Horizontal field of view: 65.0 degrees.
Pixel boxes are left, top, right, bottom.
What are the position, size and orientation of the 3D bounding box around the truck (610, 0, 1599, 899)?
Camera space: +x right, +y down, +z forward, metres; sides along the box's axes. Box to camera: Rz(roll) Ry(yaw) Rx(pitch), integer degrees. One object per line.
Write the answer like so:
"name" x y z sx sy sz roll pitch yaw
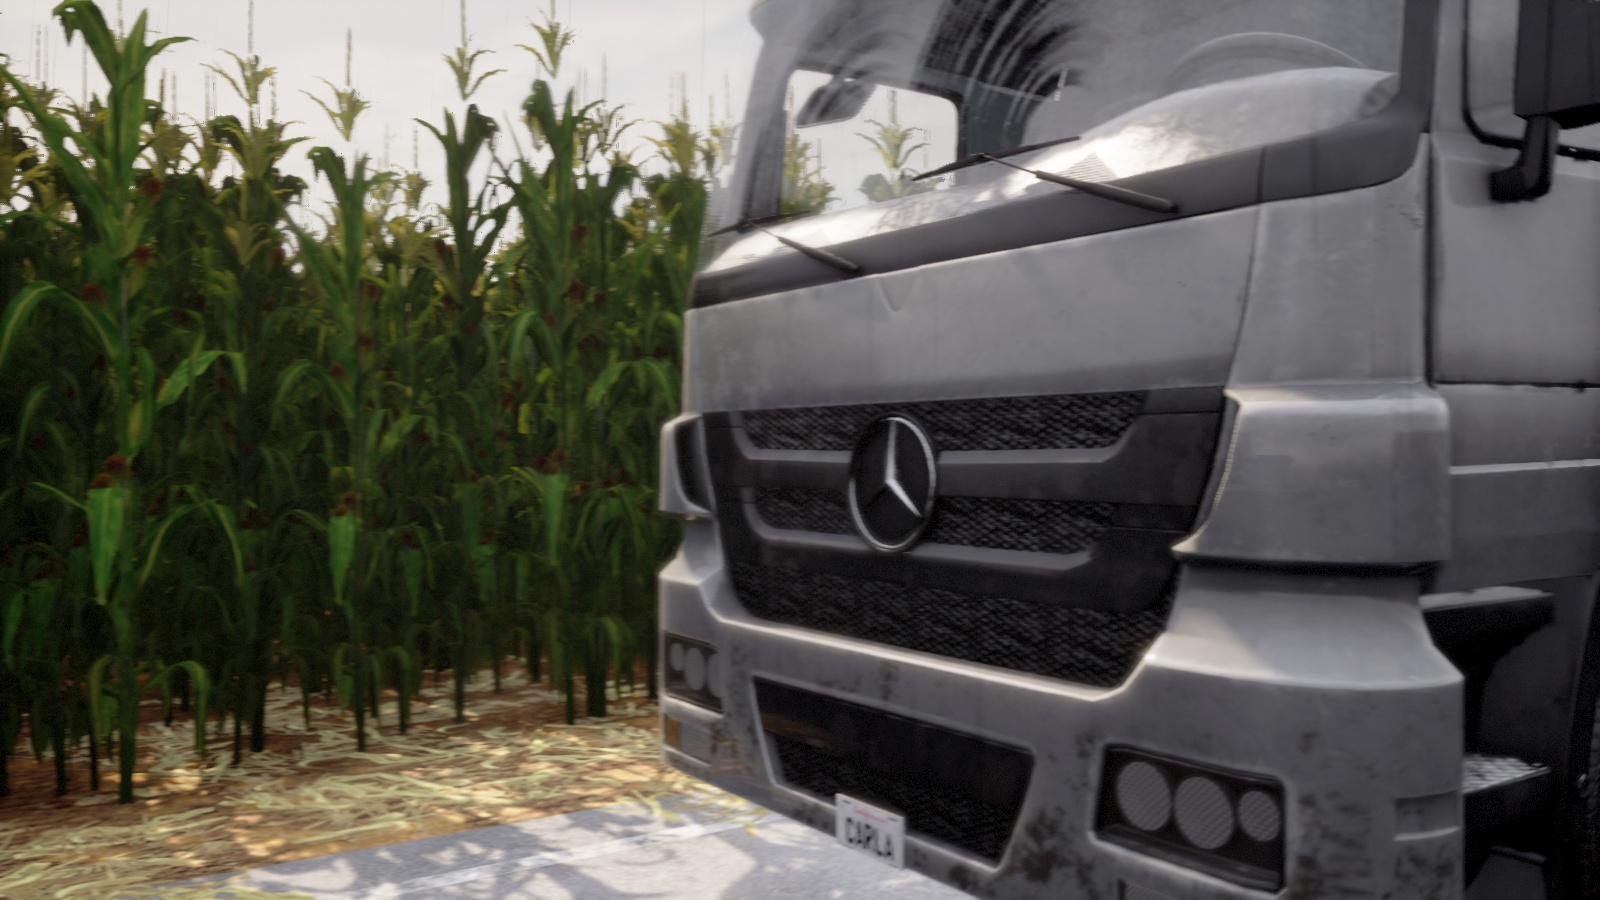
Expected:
"truck" 3.391 -0.230 5.658 7.936 3.462 2.891 0 0 -35
